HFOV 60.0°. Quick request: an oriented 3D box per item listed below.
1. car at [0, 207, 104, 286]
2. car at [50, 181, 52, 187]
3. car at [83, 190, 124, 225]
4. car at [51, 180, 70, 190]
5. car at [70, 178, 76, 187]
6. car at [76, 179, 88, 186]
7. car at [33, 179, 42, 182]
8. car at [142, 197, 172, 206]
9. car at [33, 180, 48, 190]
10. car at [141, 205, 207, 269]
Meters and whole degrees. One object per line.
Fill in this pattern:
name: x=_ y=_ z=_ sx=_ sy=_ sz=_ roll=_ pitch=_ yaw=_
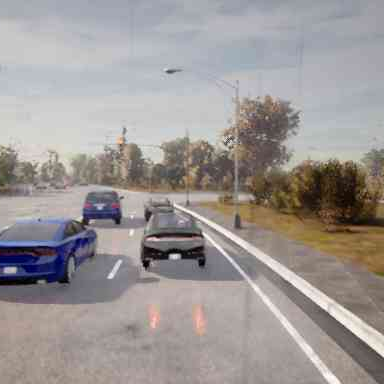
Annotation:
car: x=-3.982 y=1.436 z=9.372 sx=1.882 sy=1.535 sz=5.008 roll=0 pitch=1 yaw=-5
car: x=-33.824 y=-1.972 z=81.595 sx=1.837 sy=1.490 sz=4.892 roll=-2 pitch=3 yaw=-27
car: x=-5.594 y=0.874 z=21.196 sx=2.150 sy=2.045 sz=5.566 roll=-1 pitch=2 yaw=-10
car: x=-26.488 y=-1.205 z=66.939 sx=2.128 sy=1.511 sz=4.902 roll=-2 pitch=3 yaw=-26
car: x=-31.527 y=-2.282 z=84.815 sx=2.097 sy=1.767 sz=4.553 roll=-2 pitch=3 yaw=-27
car: x=-28.424 y=-2.131 z=86.445 sx=1.895 sy=1.301 sz=4.718 roll=-2 pitch=3 yaw=-27
car: x=-36.950 y=-2.160 z=80.008 sx=2.150 sy=2.045 sz=5.566 roll=-2 pitch=3 yaw=-27
car: x=-2.307 y=1.080 z=22.537 sx=2.128 sy=1.511 sz=4.902 roll=-1 pitch=2 yaw=-10
car: x=-29.633 y=-1.122 z=65.406 sx=1.812 sy=1.442 sz=4.674 roll=-2 pitch=3 yaw=-26
car: x=-0.638 y=1.410 z=10.969 sx=2.128 sy=1.511 sz=4.902 roll=0 pitch=1 yaw=-5
